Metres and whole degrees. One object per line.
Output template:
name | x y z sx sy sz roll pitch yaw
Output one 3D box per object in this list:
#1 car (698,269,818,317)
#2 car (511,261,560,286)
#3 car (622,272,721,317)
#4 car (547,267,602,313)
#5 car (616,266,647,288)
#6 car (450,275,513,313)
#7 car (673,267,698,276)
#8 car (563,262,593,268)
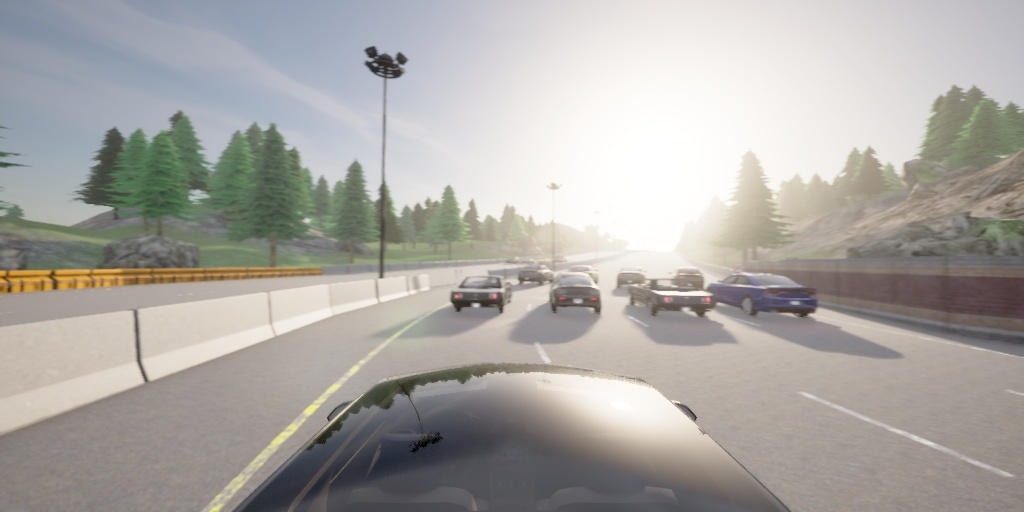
car | 9.474 1.386 14.138 1.882 1.535 5.008 0 0 6
car | 1.939 1.430 27.904 2.128 1.511 4.902 0 0 21
car | 5.930 1.480 14.038 1.895 1.301 4.718 0 0 5
car | 2.473 1.378 14.523 1.812 1.442 4.674 0 0 5
car | 8.509 1.465 25.489 2.128 1.511 4.902 0 0 21
car | -1.051 1.424 14.562 1.895 1.301 4.718 0 0 5
car | 11.798 1.497 24.291 1.837 1.490 4.892 0 0 21
car | 5.291 1.434 26.861 1.882 1.535 5.008 0 0 21
